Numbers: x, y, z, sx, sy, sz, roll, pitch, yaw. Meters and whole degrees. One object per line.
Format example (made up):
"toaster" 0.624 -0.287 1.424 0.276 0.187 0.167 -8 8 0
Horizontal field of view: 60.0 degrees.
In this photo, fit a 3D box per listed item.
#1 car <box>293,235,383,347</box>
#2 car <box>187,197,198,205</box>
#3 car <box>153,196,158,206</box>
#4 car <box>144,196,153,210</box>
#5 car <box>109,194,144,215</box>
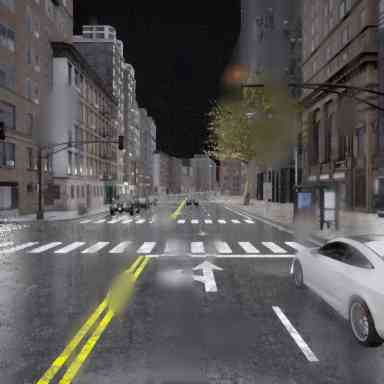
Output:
"car" 3.346 1.524 6.171 1.812 1.442 4.674 0 0 0
"car" 0.065 1.521 55.972 1.895 1.301 4.718 0 0 0
"car" -6.619 1.420 53.713 2.128 1.511 4.902 0 0 0
"car" -6.622 1.436 43.395 1.882 1.535 5.008 0 0 0
"car" -6.589 1.197 33.284 2.150 2.045 5.566 0 0 1
